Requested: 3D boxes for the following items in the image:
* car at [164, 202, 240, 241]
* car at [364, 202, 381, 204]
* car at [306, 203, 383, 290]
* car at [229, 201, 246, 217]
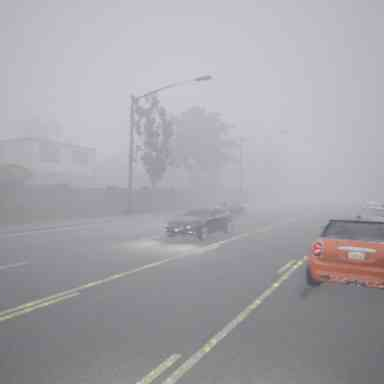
[{"bbox_3d":[0.502,1.422,16.478,1.837,1.490,4.892,1,0,29],"label":"car"},{"bbox_3d":[14.713,1.537,27.182,1.812,1.442,4.674,1,0,29],"label":"car"},{"bbox_3d":[4.484,1.352,8.831,2.097,1.767,4.553,1,0,29],"label":"car"},{"bbox_3d":[2.920,1.480,27.997,1.895,1.301,4.718,1,0,29],"label":"car"}]
